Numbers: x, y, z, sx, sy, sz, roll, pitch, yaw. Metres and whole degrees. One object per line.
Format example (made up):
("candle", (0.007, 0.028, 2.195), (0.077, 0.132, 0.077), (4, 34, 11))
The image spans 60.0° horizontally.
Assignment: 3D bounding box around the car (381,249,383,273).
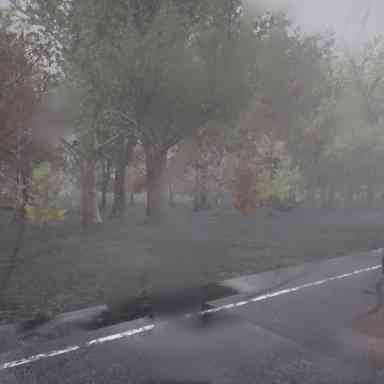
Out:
("car", (6.595, 1.529, 8.465), (4.674, 1.442, 1.812), (0, 0, -36))
